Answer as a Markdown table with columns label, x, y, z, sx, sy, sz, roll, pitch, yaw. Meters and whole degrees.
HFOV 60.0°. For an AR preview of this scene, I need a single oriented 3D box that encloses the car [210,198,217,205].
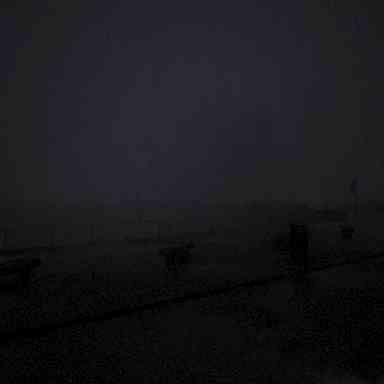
| label | x | y | z | sx | sy | sz | roll | pitch | yaw |
| --- | --- | --- | --- | --- | --- | --- | --- | --- | --- |
| car | 1.965 | 1.545 | 54.530 | 2.033 | 1.411 | 5.357 | 0 | 0 | -35 |

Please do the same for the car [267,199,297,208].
| label | x | y | z | sx | sy | sz | roll | pitch | yaw |
| --- | --- | --- | --- | --- | --- | --- | --- | --- | --- |
| car | 10.169 | 1.523 | 35.870 | 1.812 | 1.442 | 4.674 | 0 | 0 | -36 |

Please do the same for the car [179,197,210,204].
| label | x | y | z | sx | sy | sz | roll | pitch | yaw |
| --- | --- | --- | --- | --- | --- | --- | --- | --- | --- |
| car | -0.041 | 1.489 | 50.292 | 2.128 | 1.511 | 4.902 | 0 | 0 | -35 |

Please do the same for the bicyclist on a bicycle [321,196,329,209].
| label | x | y | z | sx | sy | sz | roll | pitch | yaw |
| --- | --- | --- | --- | --- | --- | --- | --- | --- | --- |
| bicyclist on a bicycle | 16.563 | 1.346 | 41.339 | 1.656 | 1.620 | 0.582 | 0 | 0 | -35 |
